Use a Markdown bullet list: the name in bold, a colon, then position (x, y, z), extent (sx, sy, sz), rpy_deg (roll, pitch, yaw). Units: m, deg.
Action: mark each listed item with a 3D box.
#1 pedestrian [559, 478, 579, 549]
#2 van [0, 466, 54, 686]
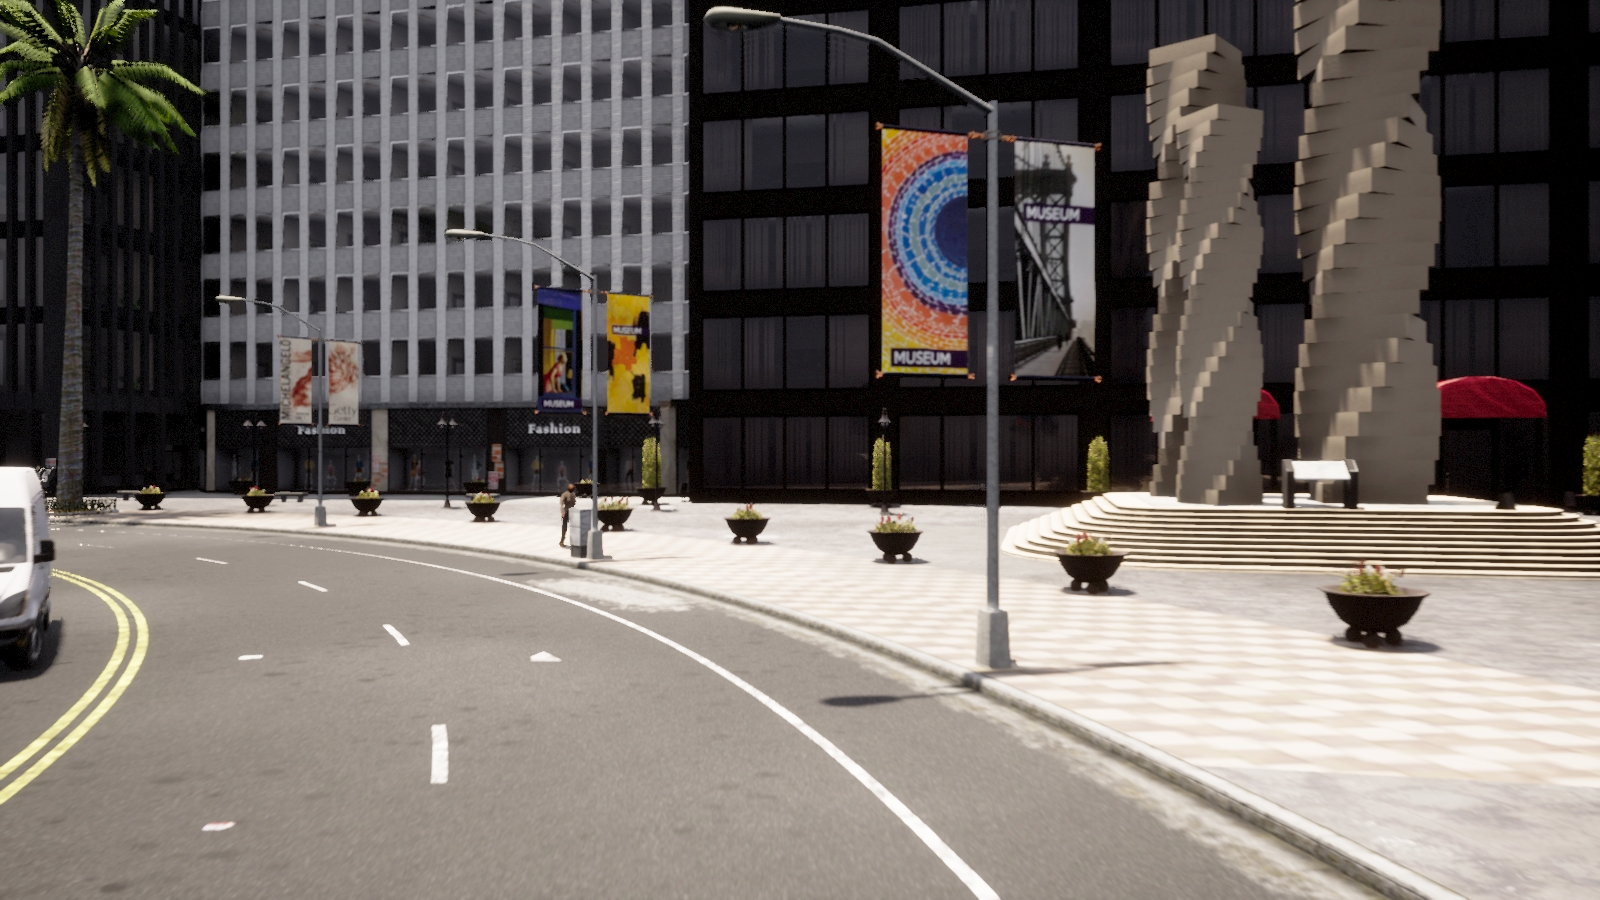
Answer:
- **pedestrian**: position (-6.210, 1.697, 30.739), extent (0.375, 1.860, 0.375), rpy_deg (0, 0, -40)
- **van**: position (-11.668, 1.537, 15.859), extent (1.988, 2.561, 5.915), rpy_deg (0, 0, -31)
